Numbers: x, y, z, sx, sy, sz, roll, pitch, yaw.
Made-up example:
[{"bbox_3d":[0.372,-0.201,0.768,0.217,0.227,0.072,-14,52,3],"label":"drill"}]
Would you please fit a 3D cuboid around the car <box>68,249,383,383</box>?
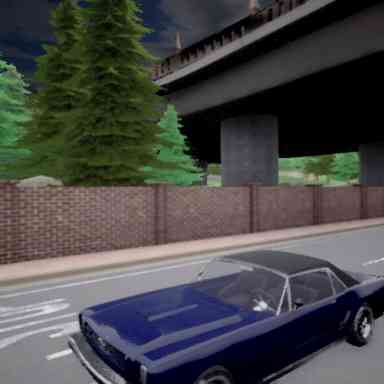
[{"bbox_3d":[0.860,1.597,4.667,4.718,1.301,1.895,-1,0,-37],"label":"car"}]
